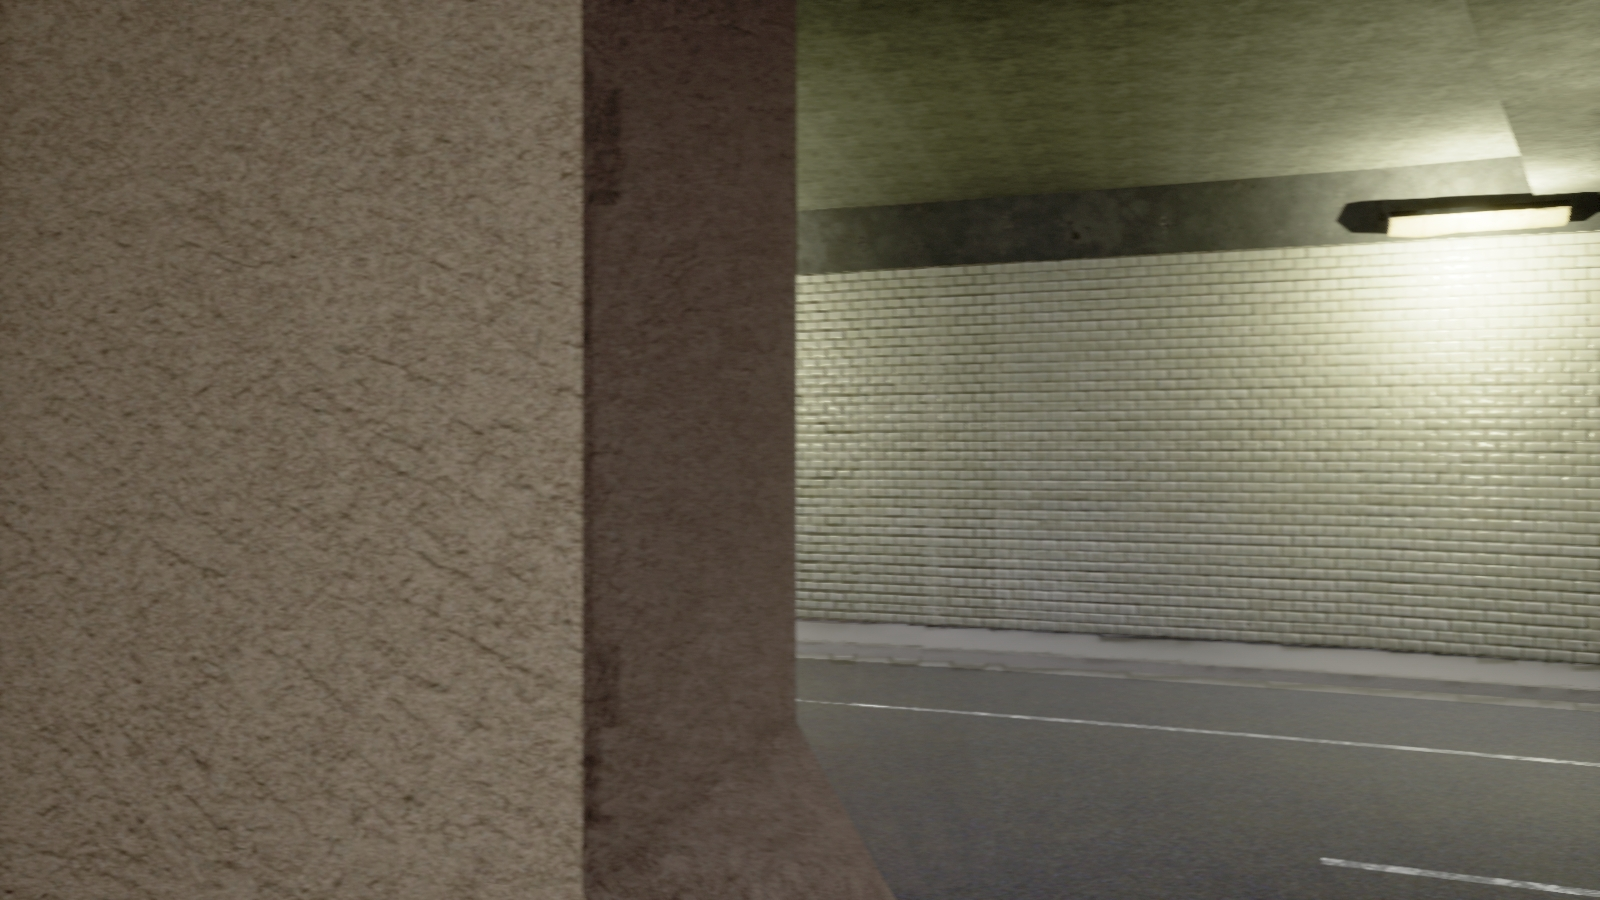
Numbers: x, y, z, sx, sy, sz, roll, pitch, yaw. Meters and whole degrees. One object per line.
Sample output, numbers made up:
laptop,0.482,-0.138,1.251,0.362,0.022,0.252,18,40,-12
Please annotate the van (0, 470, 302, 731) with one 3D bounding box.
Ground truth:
van,-8.943,1.533,13.086,5.915,2.561,1.988,0,0,13

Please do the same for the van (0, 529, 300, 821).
van,-7.009,1.782,9.887,4.480,2.038,2.069,0,0,6
